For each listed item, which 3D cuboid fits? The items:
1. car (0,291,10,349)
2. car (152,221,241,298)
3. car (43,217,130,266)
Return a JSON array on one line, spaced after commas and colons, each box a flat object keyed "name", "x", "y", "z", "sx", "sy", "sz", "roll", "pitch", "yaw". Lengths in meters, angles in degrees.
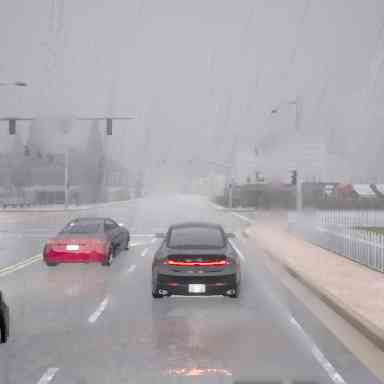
[{"name": "car", "x": -3.408, "y": 1.492, "z": 2.609, "sx": 2.128, "sy": 1.511, "sz": 4.902, "roll": 0, "pitch": 0, "yaw": 0}, {"name": "car", "x": 0.088, "y": 1.505, "z": 8.478, "sx": 1.837, "sy": 1.490, "sz": 4.892, "roll": 0, "pitch": 0, "yaw": 0}, {"name": "car", "x": -3.416, "y": 1.564, "z": 11.517, "sx": 1.994, "sy": 1.385, "sz": 4.181, "roll": 0, "pitch": 0, "yaw": 0}]
